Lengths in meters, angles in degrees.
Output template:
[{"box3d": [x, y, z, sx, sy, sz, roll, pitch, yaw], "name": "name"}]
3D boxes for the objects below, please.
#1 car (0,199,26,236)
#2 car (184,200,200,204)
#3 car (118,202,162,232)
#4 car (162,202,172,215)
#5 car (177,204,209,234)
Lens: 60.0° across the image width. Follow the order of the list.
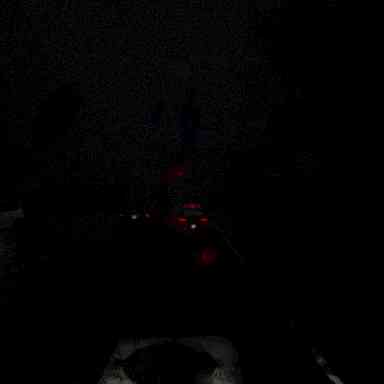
[{"box3d": [-10.564, 1.373, 16.670, 2.150, 2.045, 5.566, 0, -1, 1], "name": "car"}, {"box3d": [0.071, 1.726, 38.535, 2.097, 1.767, 4.553, 0, -1, 0], "name": "car"}, {"box3d": [-3.416, 1.548, 21.835, 2.097, 1.767, 4.553, 0, 0, 0], "name": "car"}, {"box3d": [-3.431, 1.887, 40.178, 1.882, 1.535, 5.008, 0, -1, 0], "name": "car"}, {"box3d": [0.073, 1.709, 20.439, 1.812, 1.442, 4.674, 0, -1, 0], "name": "car"}]
